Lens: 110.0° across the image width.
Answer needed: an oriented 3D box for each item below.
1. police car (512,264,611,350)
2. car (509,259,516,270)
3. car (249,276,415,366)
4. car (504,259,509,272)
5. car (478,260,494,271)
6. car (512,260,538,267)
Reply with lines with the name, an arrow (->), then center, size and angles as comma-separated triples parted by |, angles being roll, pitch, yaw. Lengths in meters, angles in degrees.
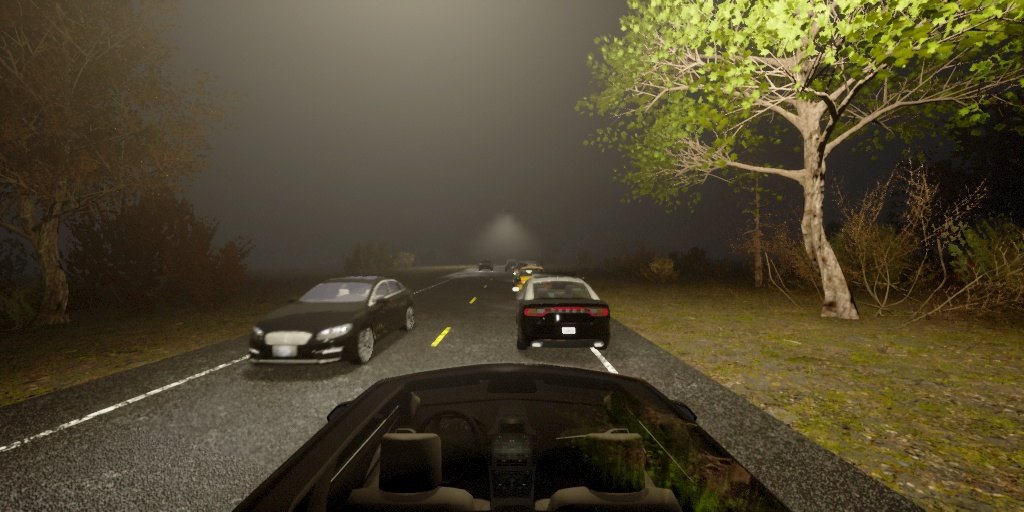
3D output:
police car -> 1.049, 1.177, 9.222 | 1.930, 1.638, 5.238 | 0, 0, 0
car -> 1.044, 1.106, 25.084 | 2.097, 1.767, 4.553 | 0, 0, 0
car -> -3.601, 1.243, 8.132 | 2.128, 1.511, 4.902 | 0, 0, 0
car -> 0.018, 1.284, 47.371 | 1.812, 1.442, 4.674 | 0, 0, 1
car -> -3.510, 1.263, 48.705 | 1.837, 1.490, 4.892 | 0, 0, 0
car -> 1.046, 1.210, 19.305 | 1.801, 1.575, 5.366 | 0, 0, 0
